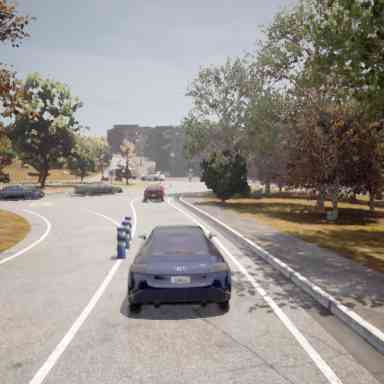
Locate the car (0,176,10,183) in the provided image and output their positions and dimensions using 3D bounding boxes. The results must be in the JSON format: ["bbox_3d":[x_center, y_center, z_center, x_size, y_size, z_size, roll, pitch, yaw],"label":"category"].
[{"bbox_3d":[-35.805,-2.281,60.762,2.128,1.511,4.902,2,4,20],"label":"car"}]

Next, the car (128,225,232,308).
[{"bbox_3d":[-0.329,1.463,7.840,1.994,1.385,4.181,0,1,-4],"label":"car"}]

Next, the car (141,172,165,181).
[{"bbox_3d":[-8.503,-3.393,71.962,5.566,2.045,2.150,2,5,30],"label":"car"}]

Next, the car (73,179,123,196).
[{"bbox_3d":[-10.594,-0.326,37.479,5.357,1.411,2.033,-2,5,-28],"label":"car"}]

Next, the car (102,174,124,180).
[{"bbox_3d":[-16.993,-3.172,71.469,4.553,1.767,2.097,0,5,2],"label":"car"}]

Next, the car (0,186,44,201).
[{"bbox_3d":[-16.769,0.079,32.528,4.181,1.385,1.994,0,5,-5],"label":"car"}]

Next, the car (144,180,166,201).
[{"bbox_3d":[-3.624,-0.047,33.151,1.882,1.535,5.008,0,5,-2],"label":"car"}]
